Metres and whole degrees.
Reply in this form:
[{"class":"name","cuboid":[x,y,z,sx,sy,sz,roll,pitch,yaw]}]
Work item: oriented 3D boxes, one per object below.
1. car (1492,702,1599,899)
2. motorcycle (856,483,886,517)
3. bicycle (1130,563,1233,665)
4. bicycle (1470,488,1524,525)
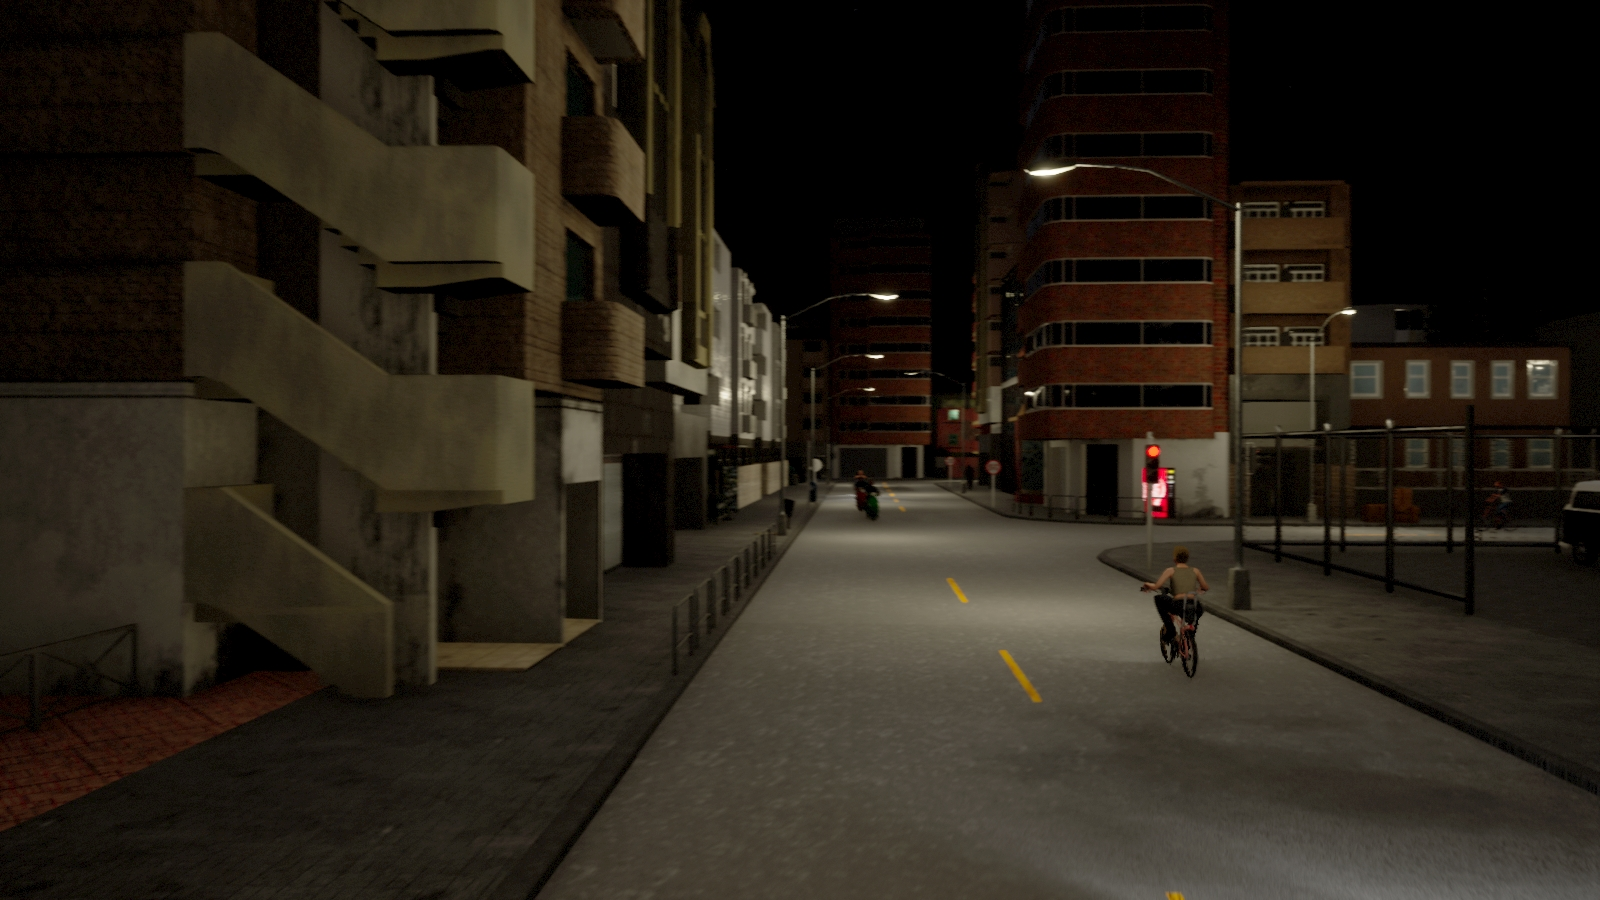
[{"class":"car","cuboid":[4.005,1.848,2.563,2.163,1.488,4.792,0,0,3]},{"class":"motorcycle","cuboid":[2.797,1.969,45.355,0.856,1.236,1.805,1,0,-6]},{"class":"bicycle","cuboid":[4.804,2.044,14.495,0.859,1.080,1.487,0,0,3]},{"class":"bicycle","cuboid":[24.304,1.971,39.858,1.643,1.296,0.373,0,0,3]}]
